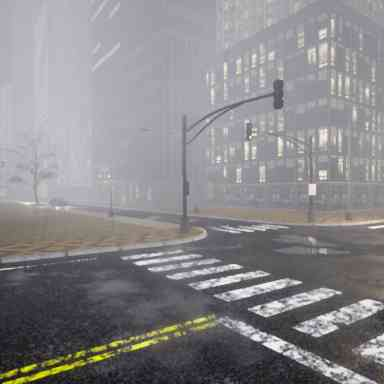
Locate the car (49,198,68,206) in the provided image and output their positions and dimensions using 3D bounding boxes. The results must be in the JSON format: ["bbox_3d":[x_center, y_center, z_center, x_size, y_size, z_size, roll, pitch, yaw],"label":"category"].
[{"bbox_3d":[-21.750,1.605,54.191,1.895,1.301,4.718,0,0,-35],"label":"car"}]
